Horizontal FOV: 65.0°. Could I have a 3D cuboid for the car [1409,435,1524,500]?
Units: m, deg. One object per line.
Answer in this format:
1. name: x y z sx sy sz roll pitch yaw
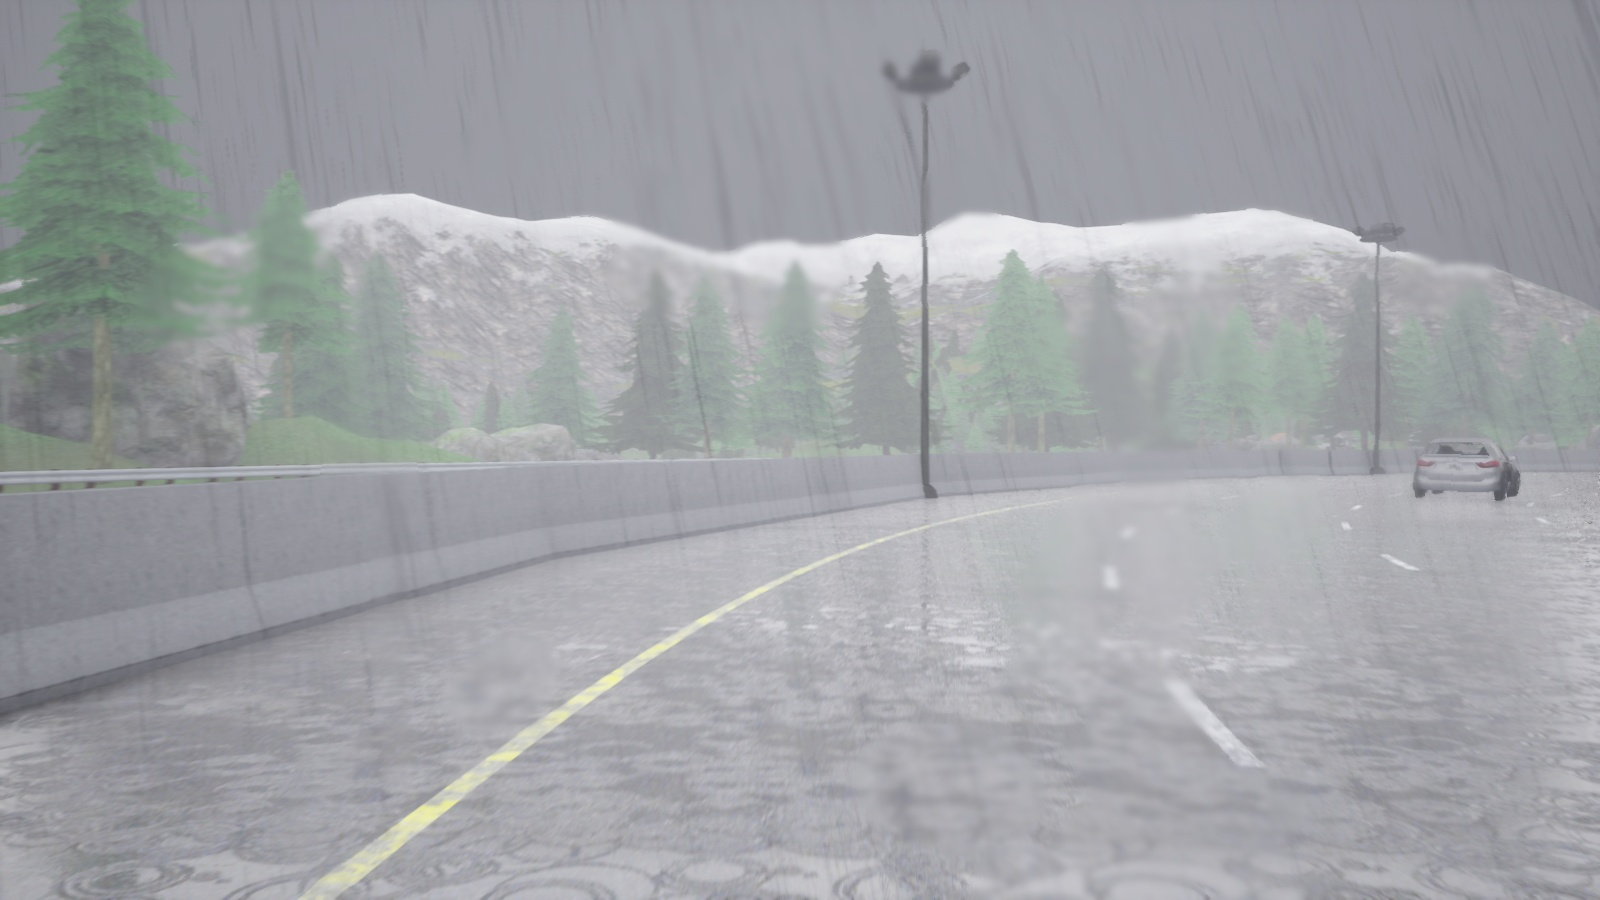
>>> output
1. car: 18.635 0.448 35.002 2.242 1.667 4.611 0 0 35
